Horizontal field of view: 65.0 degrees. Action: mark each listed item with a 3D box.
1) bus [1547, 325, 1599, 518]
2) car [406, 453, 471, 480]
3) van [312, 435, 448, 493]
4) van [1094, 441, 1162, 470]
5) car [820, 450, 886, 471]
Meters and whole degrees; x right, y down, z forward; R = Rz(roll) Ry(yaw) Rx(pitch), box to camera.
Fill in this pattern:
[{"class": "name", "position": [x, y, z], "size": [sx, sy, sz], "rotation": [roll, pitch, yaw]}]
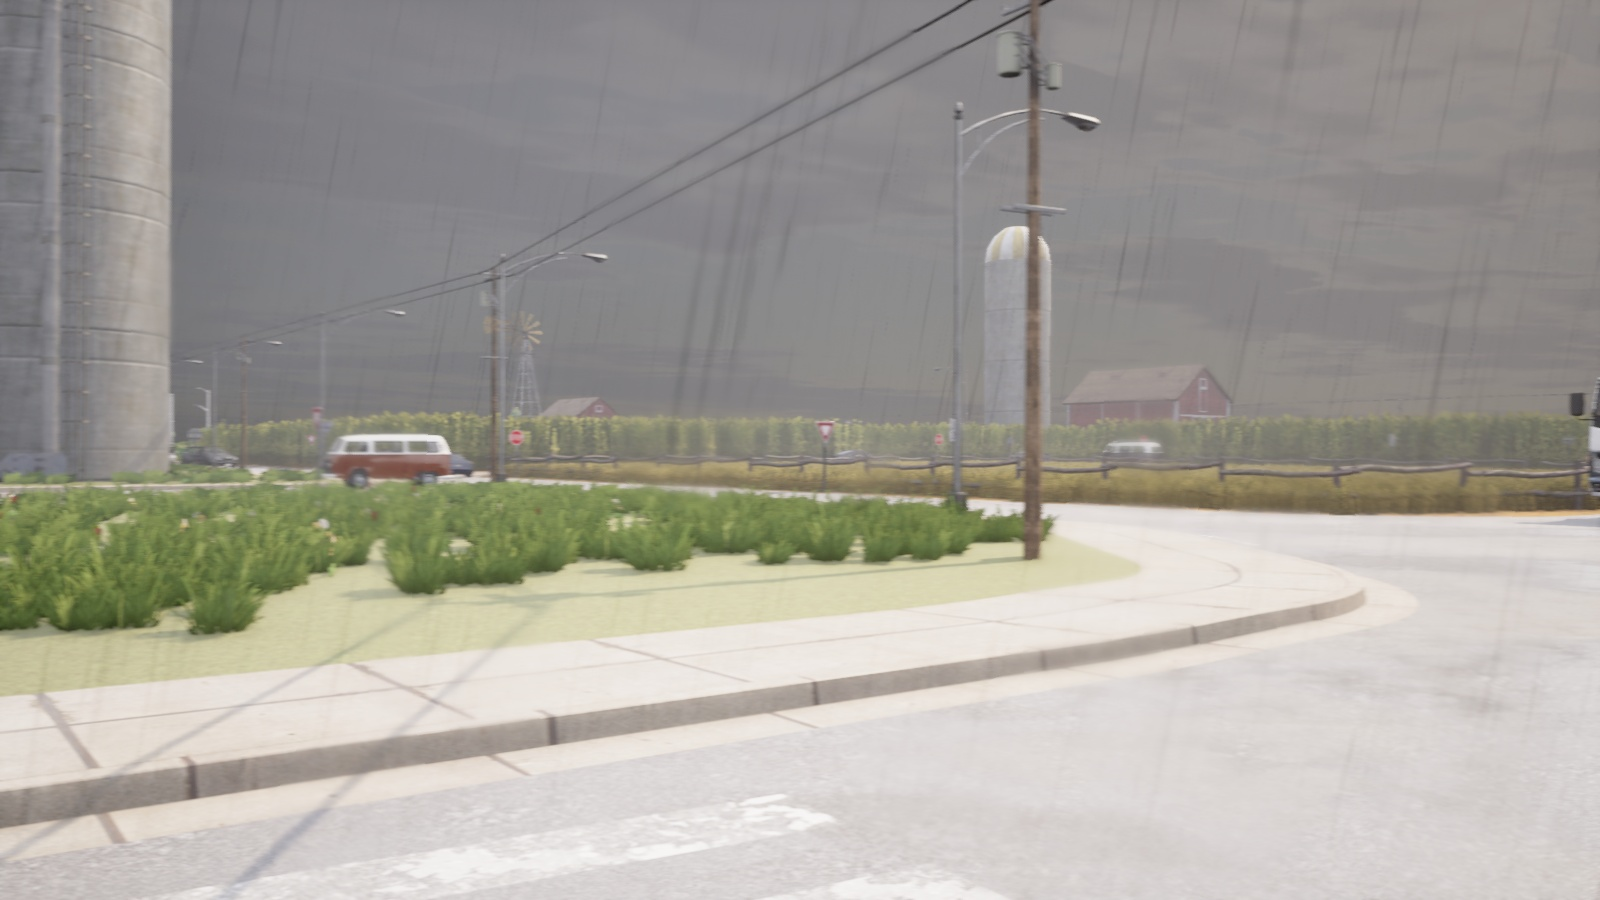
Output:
[{"class": "bus", "position": [22.121, -0.620, 30.218], "size": [10.273, 4.253, 3.944], "rotation": [0, 0, -40]}, {"class": "car", "position": [-19.416, 0.863, 67.357], "size": [1.994, 1.385, 4.181], "rotation": [0, 0, -37]}, {"class": "van", "position": [-15.666, 0.507, 46.829], "size": [4.480, 2.038, 2.069], "rotation": [0, 0, -30]}, {"class": "van", "position": [23.906, 0.359, 91.577], "size": [2.069, 2.038, 4.480], "rotation": [0, 0, -37]}, {"class": "car", "position": [3.996, 0.740, 93.971], "size": [4.892, 1.490, 1.837], "rotation": [-1, 0, -37]}]
